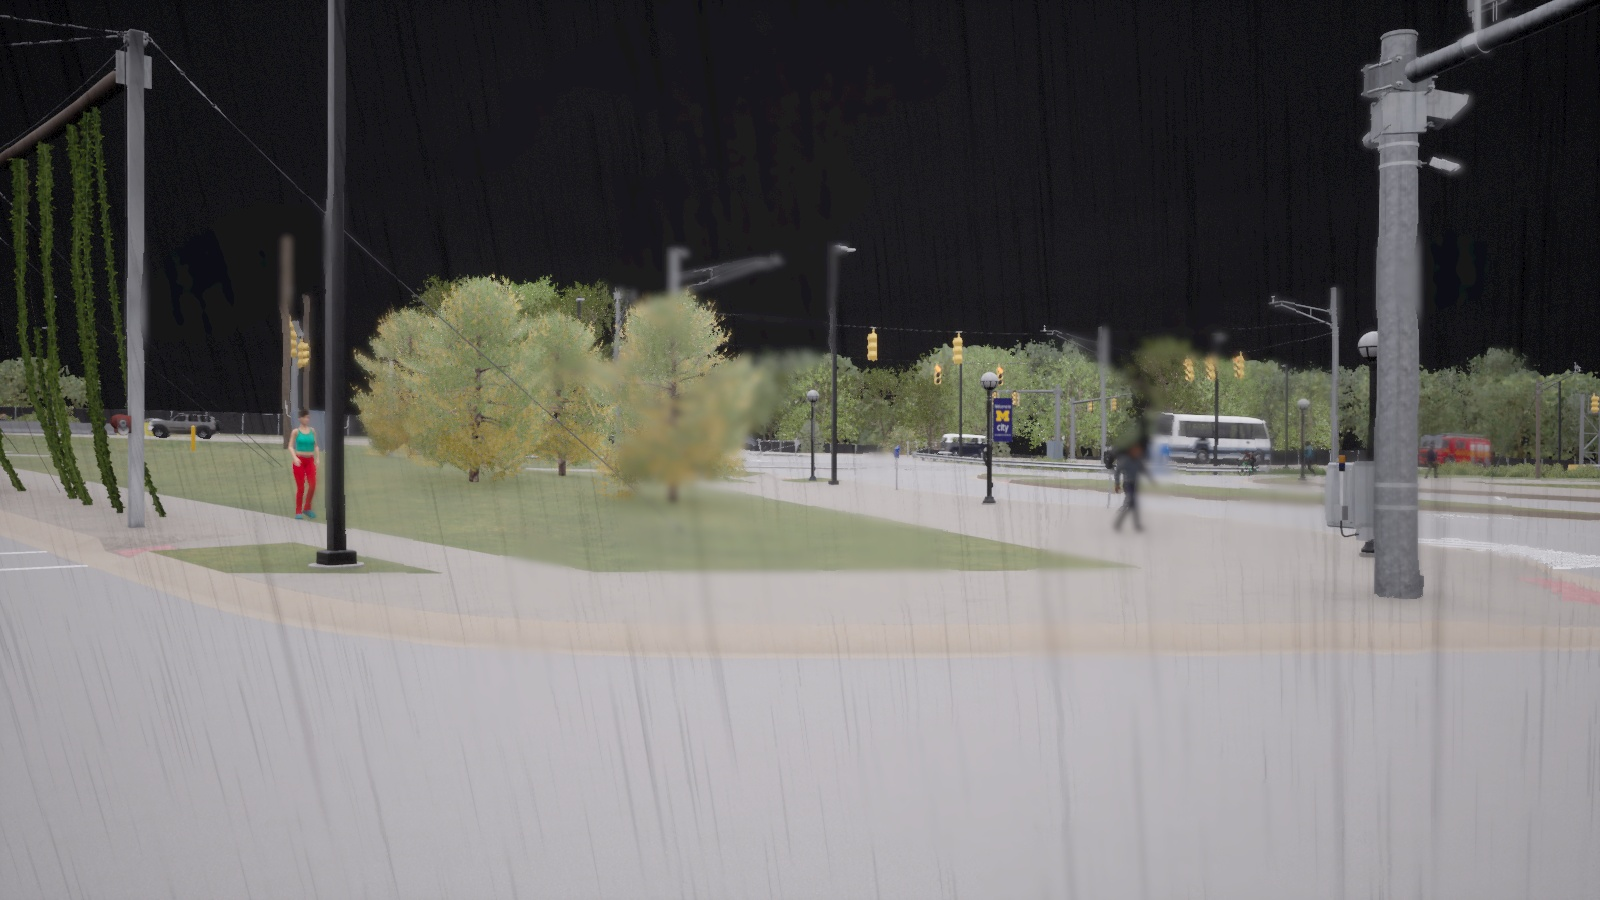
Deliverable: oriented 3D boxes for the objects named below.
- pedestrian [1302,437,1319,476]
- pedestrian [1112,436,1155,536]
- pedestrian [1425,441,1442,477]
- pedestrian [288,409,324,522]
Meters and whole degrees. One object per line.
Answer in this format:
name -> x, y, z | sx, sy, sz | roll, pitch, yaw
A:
pedestrian -> 25.386, 0.344, 62.428 | 0.692, 1.930, 0.396 | 0, 0, 0
pedestrian -> 6.599, 0.694, 24.874 | 0.423, 1.949, 0.788 | 0, 0, -24
pedestrian -> 32.598, 0.481, 64.629 | 0.726, 1.842, 0.402 | 0, 0, -17
pedestrian -> -8.160, 0.252, 20.731 | 0.345, 1.836, 0.594 | 0, 0, -43
